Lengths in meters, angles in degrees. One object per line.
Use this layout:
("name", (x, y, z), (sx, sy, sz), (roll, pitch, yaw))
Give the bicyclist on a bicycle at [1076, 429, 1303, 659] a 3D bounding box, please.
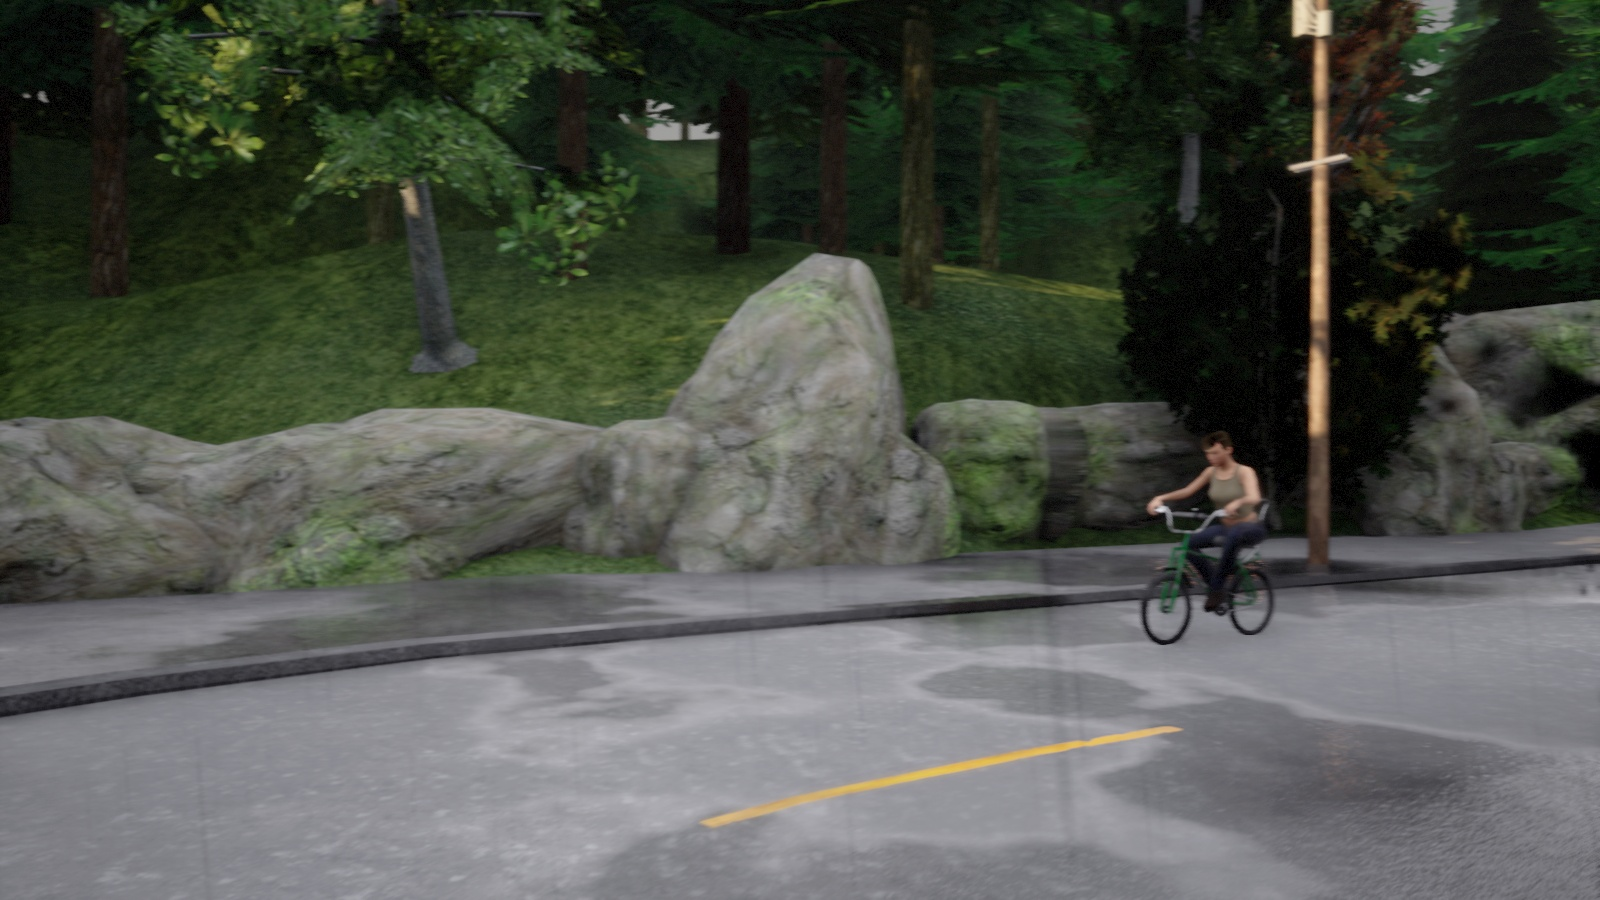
("bicyclist on a bicycle", (2.969, 0.660, 9.563), (1.509, 1.612, 0.866), (0, 0, -32))
